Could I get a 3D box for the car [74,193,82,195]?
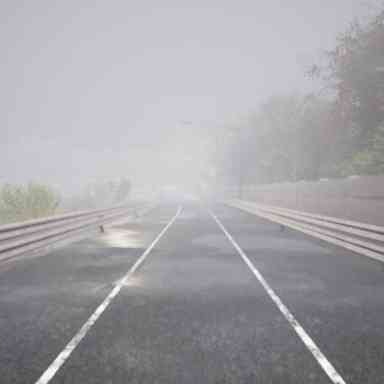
[{"bbox_3d":[-30.394,0.891,90.030,1.882,1.535,5.008,1,4,16],"label":"car"}]
